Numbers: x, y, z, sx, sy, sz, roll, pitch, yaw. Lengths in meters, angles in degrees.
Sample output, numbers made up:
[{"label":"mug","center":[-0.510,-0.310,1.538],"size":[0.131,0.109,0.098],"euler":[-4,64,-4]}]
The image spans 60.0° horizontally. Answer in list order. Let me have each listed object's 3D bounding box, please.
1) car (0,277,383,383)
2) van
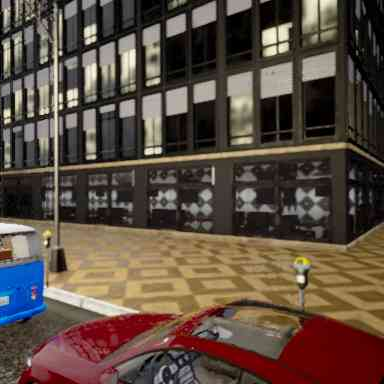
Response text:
[{"label":"car","center":[0.296,1.593,2.662],"size":[4.206,1.307,1.802],"euler":[-1,0,35]},{"label":"van","center":[-4.346,1.403,5.972],"size":[3.998,1.788,1.690],"euler":[-1,0,35]}]
